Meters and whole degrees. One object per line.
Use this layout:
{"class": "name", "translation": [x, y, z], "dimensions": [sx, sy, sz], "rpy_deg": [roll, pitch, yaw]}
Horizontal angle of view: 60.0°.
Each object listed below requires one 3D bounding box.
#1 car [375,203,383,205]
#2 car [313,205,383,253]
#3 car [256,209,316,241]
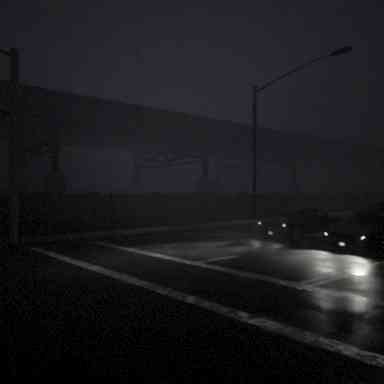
{"class": "car", "translation": [12.547, 1.413, 21.518], "dimensions": [4.181, 1.385, 1.994], "rpy_deg": [-1, 0, -35]}
{"class": "car", "translation": [7.541, 1.477, 13.704], "dimensions": [5.357, 1.411, 2.033], "rpy_deg": [-1, 0, -38]}
{"class": "car", "translation": [5.370, 1.531, 16.419], "dimensions": [4.718, 1.301, 1.895], "rpy_deg": [-1, 0, -35]}
